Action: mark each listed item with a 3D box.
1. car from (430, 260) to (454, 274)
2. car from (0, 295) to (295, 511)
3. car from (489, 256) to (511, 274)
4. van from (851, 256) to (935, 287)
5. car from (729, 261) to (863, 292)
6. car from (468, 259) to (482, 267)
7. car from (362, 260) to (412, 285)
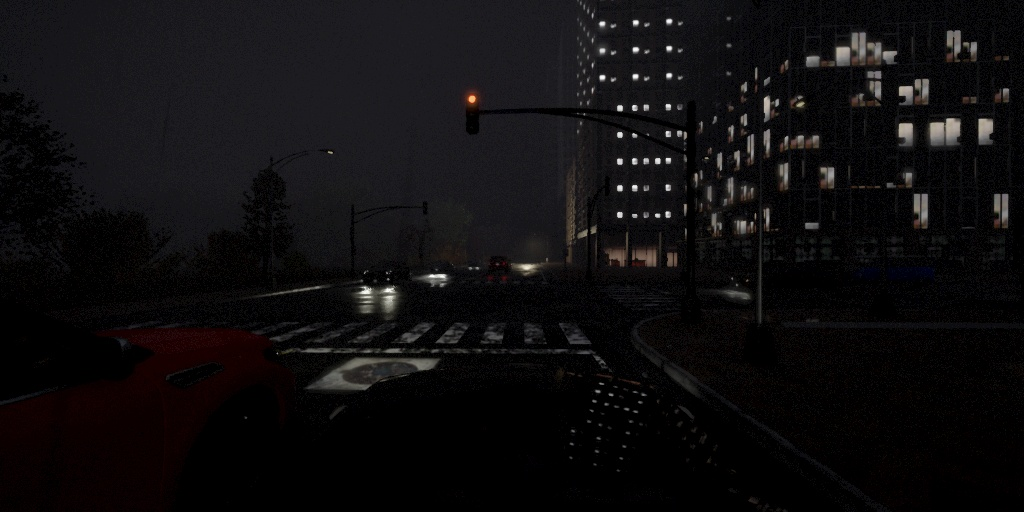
[{"bbox_3d":[-8.033,1.235,41.396,2.128,1.511,4.902,0,0,4],"label":"car"},{"bbox_3d":[-3.118,0.972,1.001,2.150,2.045,5.566,0,0,0],"label":"car"},{"bbox_3d":[-1.358,0.967,40.831,2.150,2.045,5.566,0,0,4],"label":"car"},{"bbox_3d":[22.115,0.856,21.096,3.998,1.789,1.690,0,0,4],"label":"van"},{"bbox_3d":[14.619,1.133,18.898,5.357,1.411,2.033,0,0,4],"label":"car"},{"bbox_3d":[-6.552,1.301,64.630,2.033,1.411,5.357,0,0,4],"label":"car"},{"bbox_3d":[-8.975,1.093,26.049,2.097,1.767,4.553,0,0,3],"label":"car"}]
